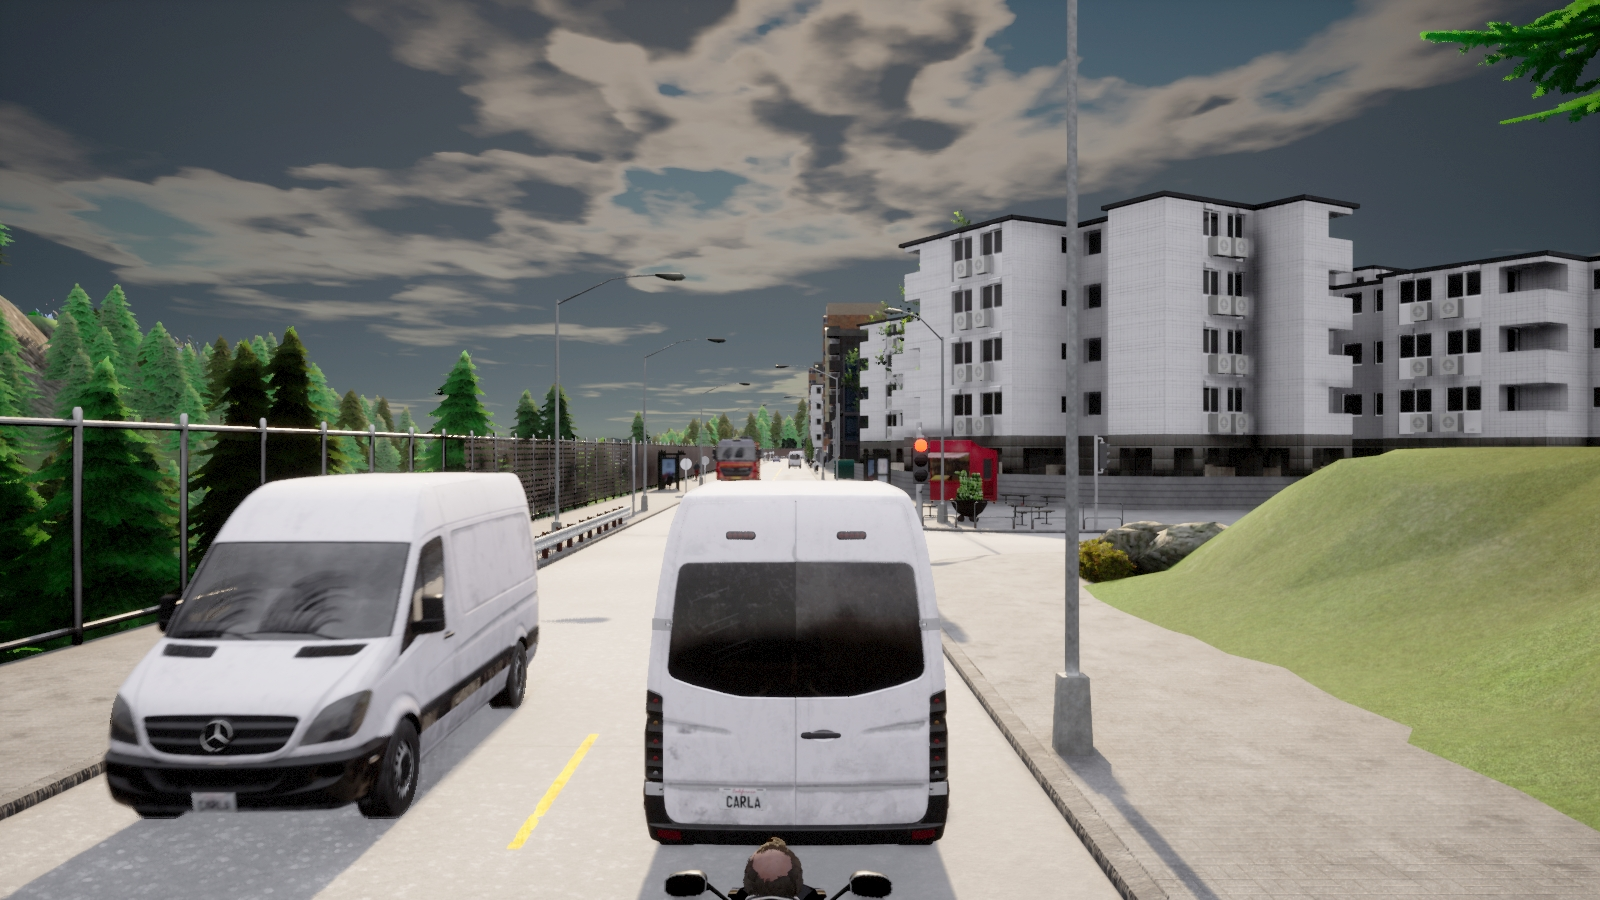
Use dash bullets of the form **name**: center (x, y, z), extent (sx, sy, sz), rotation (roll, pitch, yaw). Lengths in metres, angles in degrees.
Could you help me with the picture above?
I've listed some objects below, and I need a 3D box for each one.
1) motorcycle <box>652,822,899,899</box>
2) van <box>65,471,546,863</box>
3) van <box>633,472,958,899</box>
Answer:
- **motorcycle**: center (-0.090, 2.205, 3.746), extent (0.867, 1.251, 2.209), rotation (0, 0, 1)
- **van**: center (-4.030, 1.534, 10.747), extent (1.988, 2.561, 5.915), rotation (0, 0, 0)
- **van**: center (-0.034, 1.534, 9.946), extent (1.988, 2.561, 5.915), rotation (0, 0, 0)
